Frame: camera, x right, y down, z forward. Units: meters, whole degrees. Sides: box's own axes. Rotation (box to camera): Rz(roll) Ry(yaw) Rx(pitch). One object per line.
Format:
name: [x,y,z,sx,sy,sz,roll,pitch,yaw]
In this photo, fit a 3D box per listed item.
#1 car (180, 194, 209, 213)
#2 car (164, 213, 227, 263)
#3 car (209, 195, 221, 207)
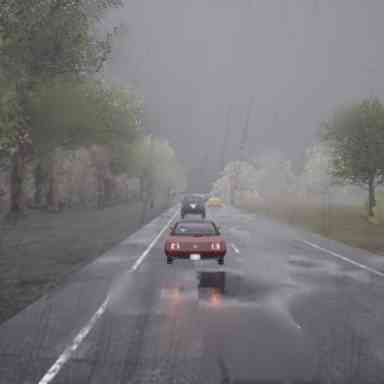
car: [0.106,1.340,30.720,2.150,2.045,5.566,0,0,0]
car: [0.103,1.647,12.085,1.895,1.301,4.718,0,0,0]
car: [3.616,1.687,54.180,1.882,1.535,5.008,0,0,0]
